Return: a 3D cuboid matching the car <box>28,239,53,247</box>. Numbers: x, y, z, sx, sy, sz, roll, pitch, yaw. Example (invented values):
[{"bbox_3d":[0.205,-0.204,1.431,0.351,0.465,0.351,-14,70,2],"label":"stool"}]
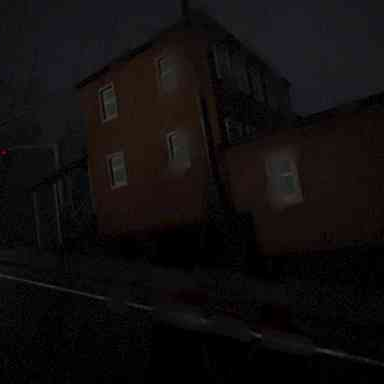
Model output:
[{"bbox_3d":[-12.381,4.909,29.766,2.128,1.511,4.902,-13,-12,35],"label":"car"}]
